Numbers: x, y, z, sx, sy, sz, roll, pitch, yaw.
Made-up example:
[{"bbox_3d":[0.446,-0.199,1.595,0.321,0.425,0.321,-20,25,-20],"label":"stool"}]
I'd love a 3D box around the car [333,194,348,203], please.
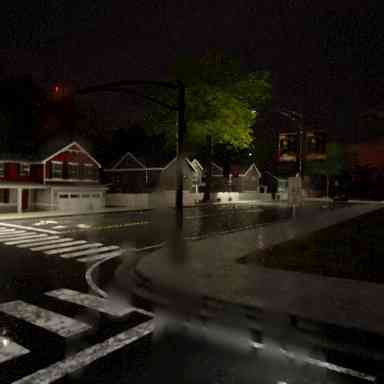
[{"bbox_3d":[28.056,1.211,62.697,2.128,1.511,4.902,1,0,36],"label":"car"}]

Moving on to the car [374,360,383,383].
[{"bbox_3d":[3.380,1.505,1.268,4.892,1.490,1.837,0,0,36],"label":"car"}]
